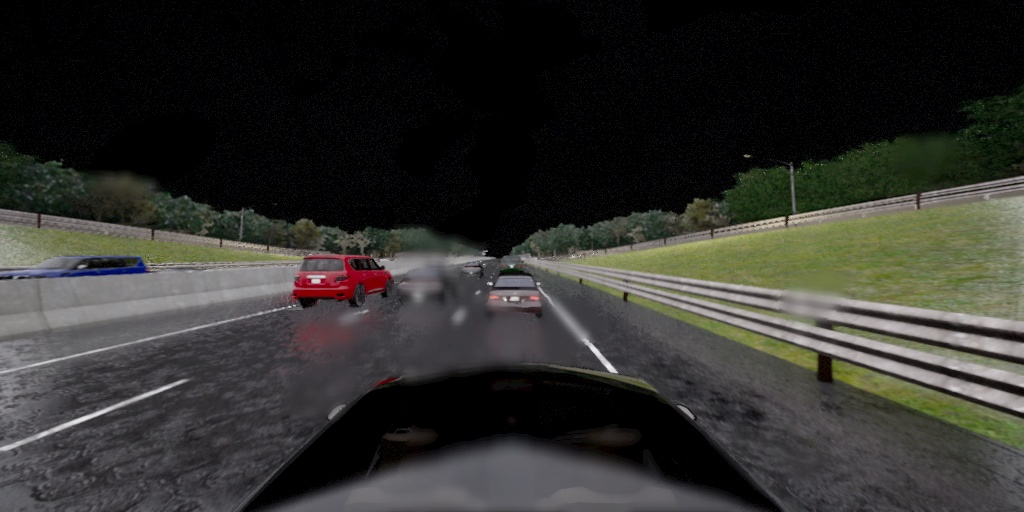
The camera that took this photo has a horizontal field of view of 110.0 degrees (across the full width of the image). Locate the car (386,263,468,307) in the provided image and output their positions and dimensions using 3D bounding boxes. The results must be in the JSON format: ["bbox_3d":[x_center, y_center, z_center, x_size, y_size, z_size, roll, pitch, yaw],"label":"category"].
[{"bbox_3d":[-3.397,1.247,15.424,2.128,1.511,4.902,0,0,0],"label":"car"}]

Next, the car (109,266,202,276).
[{"bbox_3d":[-17.607,1.323,18.752,1.994,1.385,4.181,0,0,0],"label":"car"}]

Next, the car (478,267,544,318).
[{"bbox_3d":[0.109,1.301,12.993,2.033,1.411,5.357,0,0,0],"label":"car"}]

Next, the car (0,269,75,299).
[{"bbox_3d":[-24.601,1.358,17.042,1.895,1.301,4.718,0,0,0],"label":"car"}]

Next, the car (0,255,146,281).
[{"bbox_3d":[-21.101,0.979,17.514,2.150,2.045,5.566,0,0,0],"label":"car"}]

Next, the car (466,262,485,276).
[{"bbox_3d":[-3.593,1.264,33.646,2.128,1.511,4.902,0,0,-1],"label":"car"}]

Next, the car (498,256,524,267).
[{"bbox_3d":[-0.080,0.995,33.291,2.150,2.045,5.566,0,0,-1],"label":"car"}]

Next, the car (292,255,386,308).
[{"bbox_3d":[-6.897,0.977,15.300,2.150,2.045,5.566,0,0,0],"label":"car"}]
